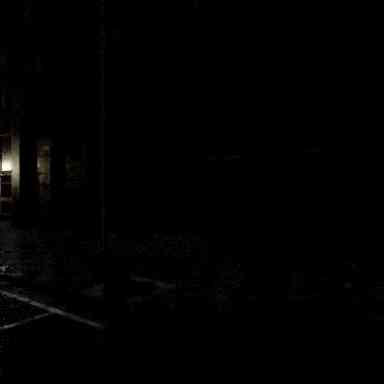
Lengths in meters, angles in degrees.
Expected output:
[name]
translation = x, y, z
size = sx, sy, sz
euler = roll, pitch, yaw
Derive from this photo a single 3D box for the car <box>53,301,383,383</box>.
[car]
translation = 0.789, 1.547, 2.403
size = 4.507, 1.381, 1.887
euler = 0, 0, 36
